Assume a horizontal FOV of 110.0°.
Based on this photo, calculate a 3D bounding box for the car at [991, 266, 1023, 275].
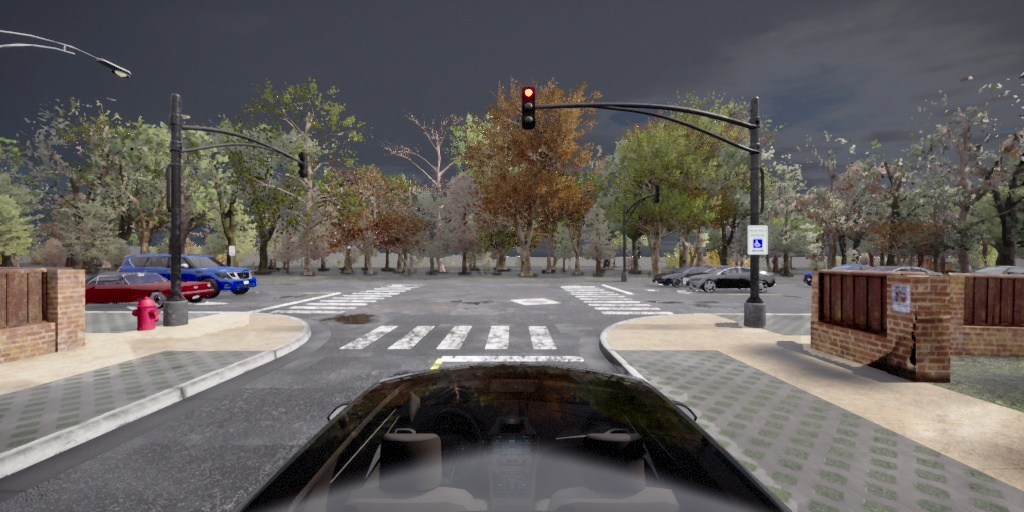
[{"bbox_3d":[31.751,1.356,20.767,4.902,1.511,2.128,0,0,0],"label":"car"}]

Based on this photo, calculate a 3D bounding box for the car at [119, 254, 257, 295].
[{"bbox_3d":[-15.562,0.916,17.262,5.566,2.045,2.150,0,0,0],"label":"car"}]

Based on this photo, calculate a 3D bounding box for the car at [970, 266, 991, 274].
[{"bbox_3d":[32.711,1.398,24.012,4.674,1.442,1.812,0,0,0],"label":"car"}]

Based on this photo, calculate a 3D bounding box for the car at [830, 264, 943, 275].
[{"bbox_3d":[21.942,1.326,20.762,4.902,1.511,2.128,0,0,0],"label":"car"}]

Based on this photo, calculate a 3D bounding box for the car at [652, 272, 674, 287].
[{"bbox_3d":[12.327,1.353,24.002,5.357,1.411,2.033,0,0,0],"label":"car"}]

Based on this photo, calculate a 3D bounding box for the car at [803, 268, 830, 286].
[{"bbox_3d":[22.385,1.317,24.014,5.008,1.535,1.882,0,0,0],"label":"car"}]

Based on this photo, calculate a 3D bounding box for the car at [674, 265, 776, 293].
[{"bbox_3d":[12.443,1.294,20.753,4.902,1.511,2.128,0,0,0],"label":"car"}]

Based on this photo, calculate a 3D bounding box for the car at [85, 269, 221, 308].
[{"bbox_3d":[-14.636,1.295,14.012,4.718,1.301,1.895,0,0,-3],"label":"car"}]
